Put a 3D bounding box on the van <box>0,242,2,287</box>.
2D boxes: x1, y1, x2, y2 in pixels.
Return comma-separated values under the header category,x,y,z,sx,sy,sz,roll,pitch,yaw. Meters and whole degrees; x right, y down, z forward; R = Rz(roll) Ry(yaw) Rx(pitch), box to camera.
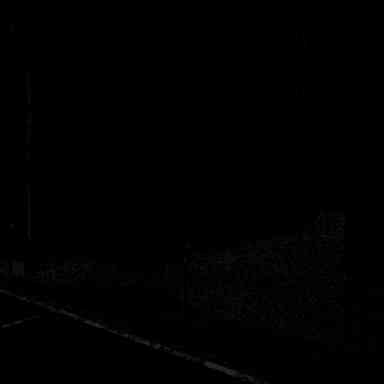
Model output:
category,x,y,z,sx,sy,sz,roll,pitch,yaw
van,-5.763,1.339,7.182,3.998,1.788,1.690,0,0,35
